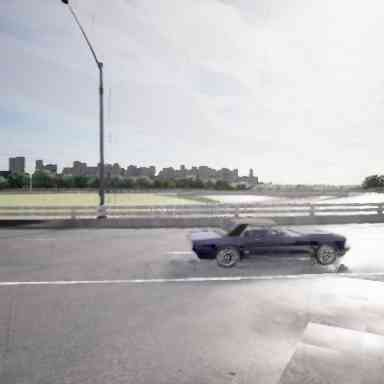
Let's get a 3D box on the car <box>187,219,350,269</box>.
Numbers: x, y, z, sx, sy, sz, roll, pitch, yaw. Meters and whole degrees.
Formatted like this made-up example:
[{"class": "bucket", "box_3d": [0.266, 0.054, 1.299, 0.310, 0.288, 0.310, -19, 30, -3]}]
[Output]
[{"class": "car", "box_3d": [2.252, 1.493, 10.274, 4.718, 1.301, 1.895, 0, 1, -6]}]
